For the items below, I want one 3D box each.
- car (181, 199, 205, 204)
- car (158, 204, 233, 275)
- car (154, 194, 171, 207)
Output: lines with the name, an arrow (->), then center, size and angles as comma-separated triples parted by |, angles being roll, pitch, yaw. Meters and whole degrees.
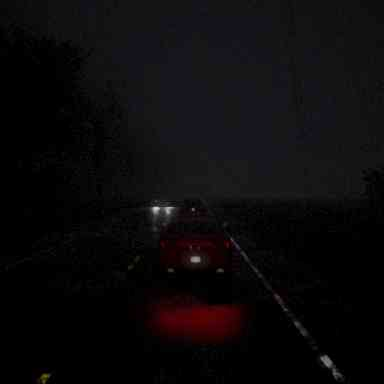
car -> 0.090, 1.247, 27.157 | 1.994, 1.385, 4.181 | 0, 1, 0
car -> 0.083, 1.360, 10.076 | 1.882, 1.535, 5.008 | 0, 1, 0
car -> -3.584, 1.019, 41.495 | 1.837, 1.490, 4.892 | 0, 0, 0
